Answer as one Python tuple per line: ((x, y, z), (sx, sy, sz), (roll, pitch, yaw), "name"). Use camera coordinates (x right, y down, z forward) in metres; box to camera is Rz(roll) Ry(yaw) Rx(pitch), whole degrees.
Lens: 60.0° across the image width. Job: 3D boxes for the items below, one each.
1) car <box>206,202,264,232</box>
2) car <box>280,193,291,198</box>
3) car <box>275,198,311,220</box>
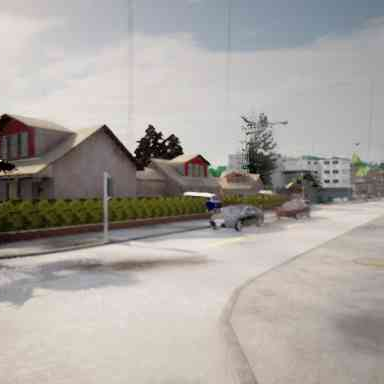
((2.929, 1.591, 21.095), (2.128, 1.511, 4.902), (-1, 0, 36), "car")
((19.482, 1.245, 71.262), (3.866, 1.878, 1.905), (0, 0, -19), "car")
((9.046, 1.577, 29.631), (1.882, 1.535, 5.008), (-1, 0, 36), "car")
